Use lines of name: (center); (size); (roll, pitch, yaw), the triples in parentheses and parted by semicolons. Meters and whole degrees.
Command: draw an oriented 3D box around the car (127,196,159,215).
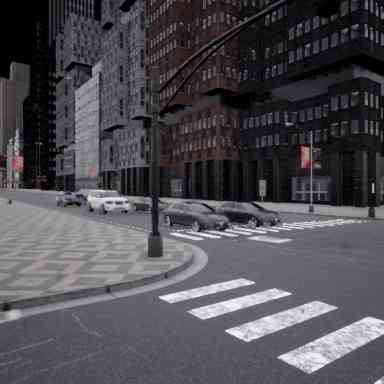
car: (-3.728, 1.156, 29.790); (1.837, 1.490, 4.892); (0, 1, -36)

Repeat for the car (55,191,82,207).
car: (-14.758, 0.996, 39.535); (2.033, 1.411, 5.357); (0, 1, -36)

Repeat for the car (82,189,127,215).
car: (-7.548, 0.851, 29.529); (2.150, 2.045, 5.566); (0, 0, -36)

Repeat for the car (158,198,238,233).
car: (0.122, 1.318, 18.689); (1.837, 1.490, 4.892); (0, 1, -34)

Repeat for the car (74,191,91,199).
car: (-21.885, 0.563, 66.395); (1.812, 1.442, 4.674); (0, 1, -36)

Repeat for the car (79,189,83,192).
car: (-11.638, 0.679, 40.769); (2.150, 2.045, 5.566); (0, 1, -35)

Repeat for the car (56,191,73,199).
car: (-24.955, 0.532, 65.093); (1.837, 1.490, 4.892); (0, 1, -36)

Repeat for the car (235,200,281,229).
car: (3.210, 1.317, 20.606); (1.837, 1.490, 4.892); (0, 1, -39)
